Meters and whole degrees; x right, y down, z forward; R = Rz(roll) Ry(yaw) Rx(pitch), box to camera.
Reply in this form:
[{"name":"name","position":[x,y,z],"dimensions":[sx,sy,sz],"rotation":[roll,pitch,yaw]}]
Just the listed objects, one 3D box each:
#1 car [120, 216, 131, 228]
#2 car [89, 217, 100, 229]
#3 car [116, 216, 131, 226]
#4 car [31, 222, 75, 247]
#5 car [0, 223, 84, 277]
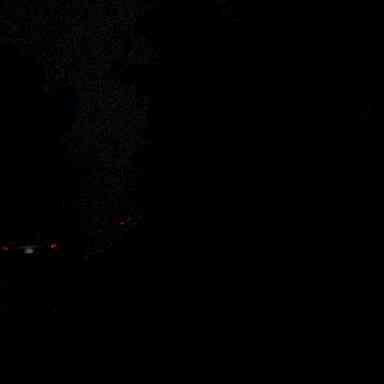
[{"name":"car","position":[-9.744,4.135,44.602],"dimensions":[2.033,1.411,5.357],"rotation":[-2,-3,-7]},{"name":"car","position":[-13.078,4.308,46.461],"dimensions":[1.882,1.535,5.008],"rotation":[-2,-3,-7]},{"name":"car","position":[-11.007,4.650,53.914],"dimensions":[1.994,1.385,4.181],"rotation":[-2,-3,-8]},{"name":"car","position":[-10.416,3.137,25.272],"dimensions":[1.837,1.490,4.892],"rotation":[-2,-3,-7]},{"name":"car","position":[-5.746,2.120,13.273],"dimensions":[2.097,1.767,4.553],"rotation":[-2,-3,-8]}]
